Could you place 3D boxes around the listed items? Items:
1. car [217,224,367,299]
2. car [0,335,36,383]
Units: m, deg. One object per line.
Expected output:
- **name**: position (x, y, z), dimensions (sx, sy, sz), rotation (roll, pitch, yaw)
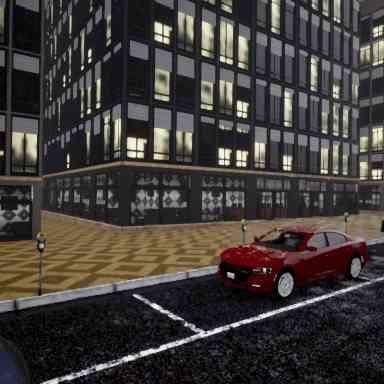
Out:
- **car**: position (2.665, 1.547, 8.454), dimensions (4.507, 1.381, 1.887), rotation (0, 1, -36)
- **car**: position (-3.293, 1.547, 1.026), dimensions (5.357, 1.411, 2.033), rotation (0, 0, -36)
